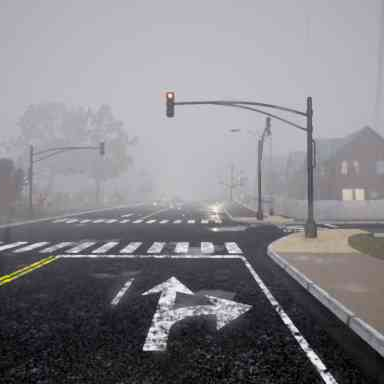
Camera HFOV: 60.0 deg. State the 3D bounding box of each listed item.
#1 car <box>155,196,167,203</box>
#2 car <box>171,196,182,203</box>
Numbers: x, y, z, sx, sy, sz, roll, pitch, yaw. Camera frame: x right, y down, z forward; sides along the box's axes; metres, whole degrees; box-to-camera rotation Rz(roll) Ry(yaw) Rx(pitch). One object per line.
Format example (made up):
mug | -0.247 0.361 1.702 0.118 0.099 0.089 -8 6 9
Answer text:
car | -6.319 1.497 68.173 1.882 1.535 5.008 0 0 5
car | -3.085 1.536 67.855 1.812 1.442 4.674 0 0 5
